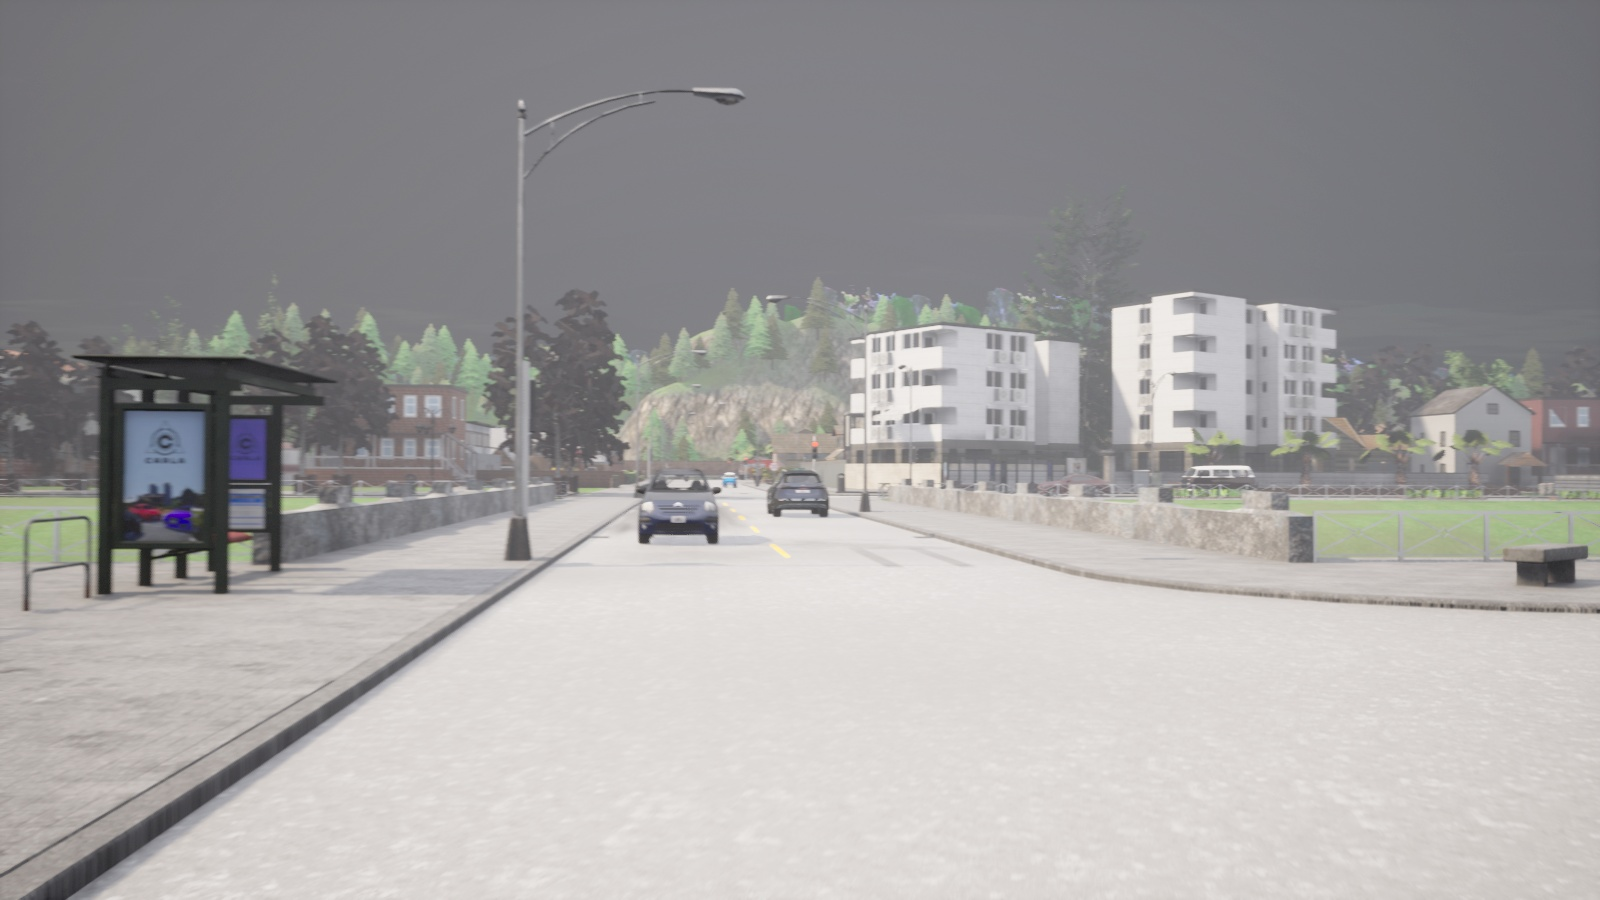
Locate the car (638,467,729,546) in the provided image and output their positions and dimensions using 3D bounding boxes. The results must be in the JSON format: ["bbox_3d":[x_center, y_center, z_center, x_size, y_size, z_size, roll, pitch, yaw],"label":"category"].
[{"bbox_3d":[-2.570,1.187,27.832,1.851,1.617,3.988,0,-1,-5],"label":"car"}]

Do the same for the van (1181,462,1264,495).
[{"bbox_3d":[26.651,1.790,79.315,4.480,2.038,2.069,0,-1,-5],"label":"van"}]

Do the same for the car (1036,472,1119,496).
[{"bbox_3d":[17.328,2.106,78.512,4.674,1.442,1.812,0,-1,-5],"label":"car"}]

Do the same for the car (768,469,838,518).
[{"bbox_3d":[0.037,1.485,44.180,2.033,1.649,4.856,0,-1,-5],"label":"car"}]
